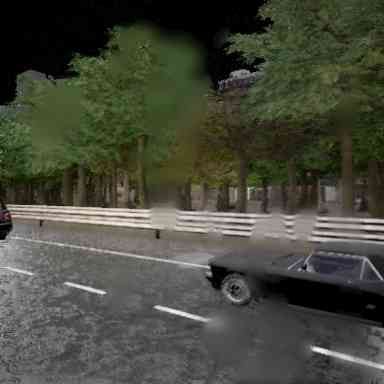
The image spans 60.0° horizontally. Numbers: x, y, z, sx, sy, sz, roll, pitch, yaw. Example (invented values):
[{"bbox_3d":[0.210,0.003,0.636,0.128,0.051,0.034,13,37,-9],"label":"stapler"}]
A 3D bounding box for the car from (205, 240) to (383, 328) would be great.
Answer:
[{"bbox_3d":[2.614,1.602,6.302,4.718,1.301,1.895,0,0,36],"label":"car"}]

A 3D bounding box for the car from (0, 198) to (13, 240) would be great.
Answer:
[{"bbox_3d":[-10.761,1.264,15.865,5.566,2.045,2.150,0,0,36],"label":"car"}]
